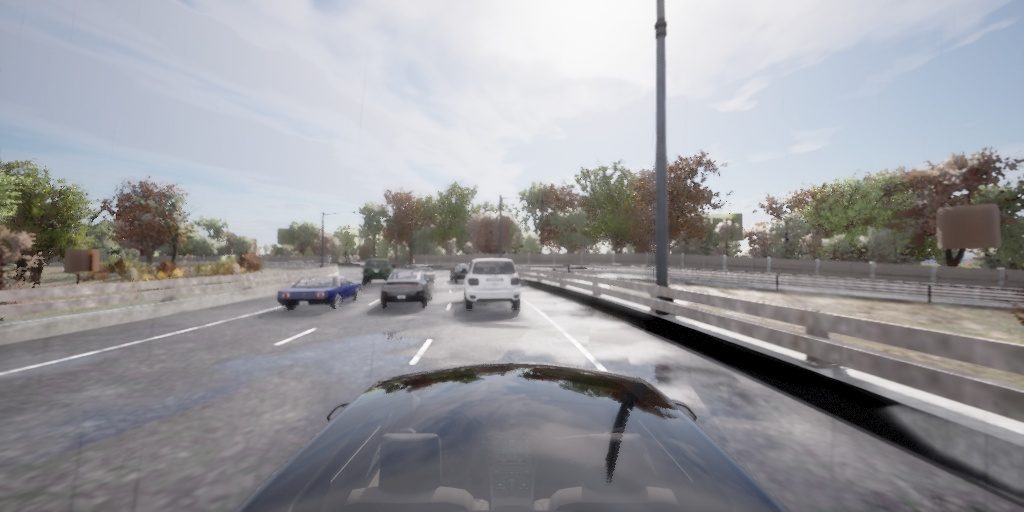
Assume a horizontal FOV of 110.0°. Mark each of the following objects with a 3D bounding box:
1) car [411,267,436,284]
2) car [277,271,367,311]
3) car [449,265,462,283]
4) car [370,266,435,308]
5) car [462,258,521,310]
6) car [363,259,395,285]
[{"bbox_3d":[-7.814,1.660,31.322,1.895,1.301,4.718,0,-1,-16],"label":"car"},{"bbox_3d":[-8.028,1.500,15.516,1.895,1.301,4.718,0,-1,-8],"label":"car"},{"bbox_3d":[-4.509,1.575,32.471,1.837,1.490,4.892,0,0,-16],"label":"car"},{"bbox_3d":[-4.594,1.395,16.189,2.128,1.511,4.902,0,0,-8],"label":"car"},{"bbox_3d":[-0.979,1.118,15.699,2.150,2.045,5.566,0,0,-8],"label":"car"},{"bbox_3d":[-10.993,1.272,29.746,2.150,2.045,5.566,0,0,-16],"label":"car"}]
